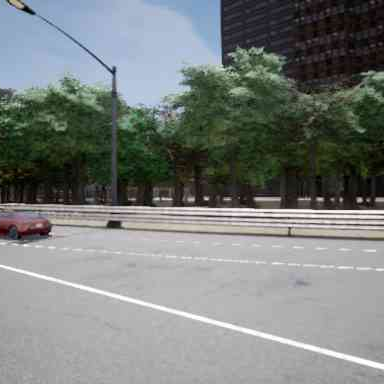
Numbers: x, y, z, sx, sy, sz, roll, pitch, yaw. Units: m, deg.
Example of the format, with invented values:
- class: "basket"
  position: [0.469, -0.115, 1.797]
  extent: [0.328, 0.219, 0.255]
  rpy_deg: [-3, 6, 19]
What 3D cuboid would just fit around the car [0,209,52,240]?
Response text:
- class: "car"
  position: [-9.293, 1.599, 17.169]
  extent: [4.181, 1.385, 1.994]
  rpy_deg: [0, 0, 25]
